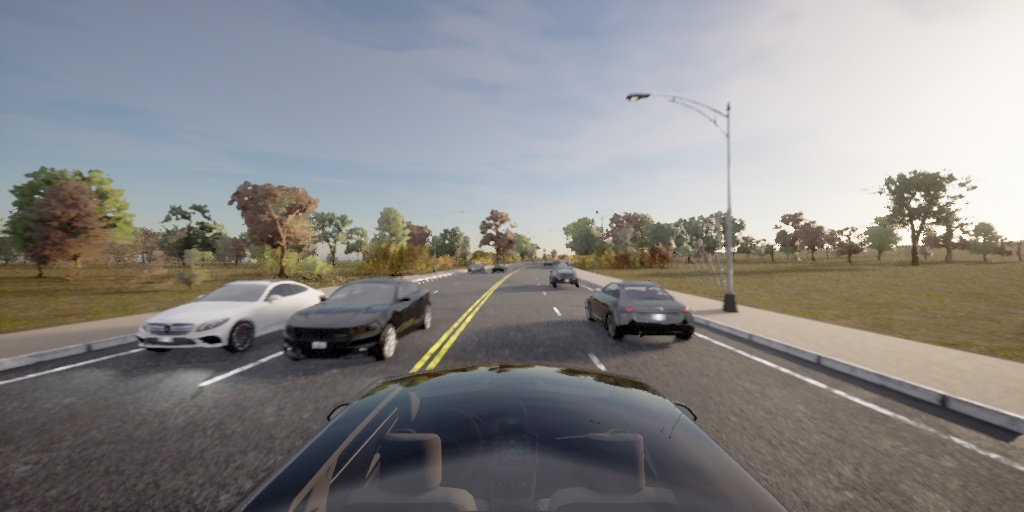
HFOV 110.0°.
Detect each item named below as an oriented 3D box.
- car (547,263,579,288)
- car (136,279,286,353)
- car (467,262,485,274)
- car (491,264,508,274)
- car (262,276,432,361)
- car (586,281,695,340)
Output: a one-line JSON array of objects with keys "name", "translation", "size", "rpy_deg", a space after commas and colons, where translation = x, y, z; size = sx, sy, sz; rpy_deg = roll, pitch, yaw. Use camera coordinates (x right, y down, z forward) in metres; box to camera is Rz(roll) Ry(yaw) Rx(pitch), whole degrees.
[{"name": "car", "translation": [3.792, 1.503, 26.507], "size": [1.812, 1.442, 4.674], "rpy_deg": [0, 0, 2]}, {"name": "car", "translation": [-6.554, 1.333, 9.145], "size": [1.812, 1.442, 4.674], "rpy_deg": [0, -1, 1]}, {"name": "car", "translation": [-4.941, 1.645, 49.706], "size": [2.128, 1.511, 4.902], "rpy_deg": [0, 0, 4]}, {"name": "car", "translation": [-1.696, 1.757, 49.548], "size": [1.895, 1.301, 4.718], "rpy_deg": [0, 0, 4]}, {"name": "car", "translation": [-3.299, 1.286, 8.682], "size": [1.882, 1.535, 5.008], "rpy_deg": [0, -1, 1]}, {"name": "car", "translation": [3.420, 1.398, 10.309], "size": [1.994, 1.385, 4.181], "rpy_deg": [0, -1, 1]}]
